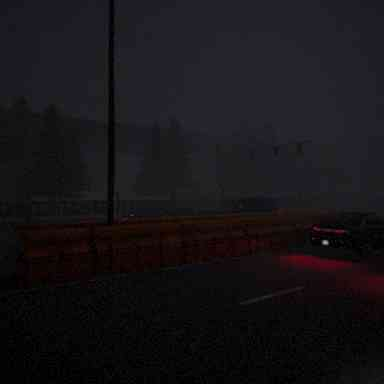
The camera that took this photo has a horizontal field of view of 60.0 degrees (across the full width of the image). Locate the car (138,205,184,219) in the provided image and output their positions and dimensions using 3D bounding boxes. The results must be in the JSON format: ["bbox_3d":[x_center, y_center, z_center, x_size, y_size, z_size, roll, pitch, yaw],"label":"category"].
[{"bbox_3d":[-0.830,1.587,20.560,4.181,1.385,1.994,0,0,-35],"label":"car"}]

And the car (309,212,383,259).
[{"bbox_3d":[6.532,1.518,12.742,4.902,1.511,2.128,0,0,-35],"label":"car"}]

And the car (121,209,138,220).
[{"bbox_3d":[-2.864,1.587,23.407,4.181,1.385,1.994,0,0,-35],"label":"car"}]

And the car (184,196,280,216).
[{"bbox_3d":[2.598,1.251,18.692,5.566,2.045,2.150,1,0,-35],"label":"car"}]
